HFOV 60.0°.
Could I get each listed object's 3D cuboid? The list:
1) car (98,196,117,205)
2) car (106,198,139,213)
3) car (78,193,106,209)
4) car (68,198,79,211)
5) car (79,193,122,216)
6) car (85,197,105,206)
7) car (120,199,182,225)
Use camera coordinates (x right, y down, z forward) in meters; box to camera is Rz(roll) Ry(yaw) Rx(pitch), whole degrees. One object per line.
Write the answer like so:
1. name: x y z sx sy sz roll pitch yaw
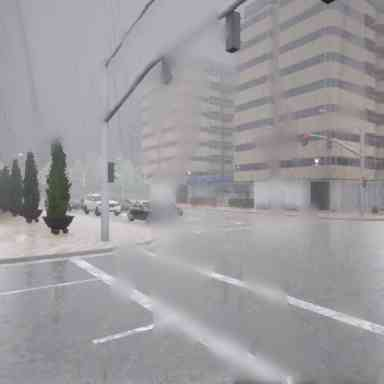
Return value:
1. car: -15.554 1.526 60.837 1.812 1.442 4.674 0 0 -35
2. car: -7.926 1.505 37.401 1.837 1.490 4.892 0 0 -35
3. car: -13.834 1.221 45.878 2.150 2.045 5.566 0 0 -34
4. car: -14.576 1.526 40.789 1.812 1.442 4.674 0 0 -35
5. car: -8.944 1.222 32.750 2.150 2.045 5.566 0 0 -35
6. car: -16.401 1.564 55.948 1.994 1.385 4.181 0 0 -35
7. car: -3.128 1.492 24.444 2.128 1.511 4.902 0 0 -35
